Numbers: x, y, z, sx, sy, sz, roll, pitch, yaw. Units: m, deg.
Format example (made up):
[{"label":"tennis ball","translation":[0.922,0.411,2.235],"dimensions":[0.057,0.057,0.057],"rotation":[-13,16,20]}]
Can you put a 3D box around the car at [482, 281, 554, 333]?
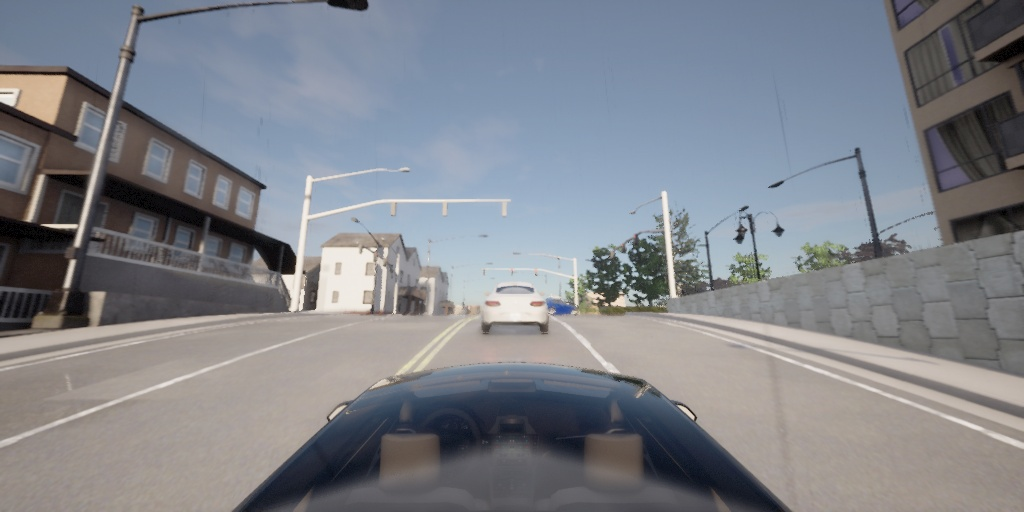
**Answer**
[{"label":"car","translation":[0.087,1.526,11.307],"dimensions":[1.812,1.442,4.674],"rotation":[0,-5,0]}]

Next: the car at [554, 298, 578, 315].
[{"label":"car","translation":[3.211,4.058,27.890],"dimensions":[1.882,1.535,5.008],"rotation":[-11,-16,40]}]
